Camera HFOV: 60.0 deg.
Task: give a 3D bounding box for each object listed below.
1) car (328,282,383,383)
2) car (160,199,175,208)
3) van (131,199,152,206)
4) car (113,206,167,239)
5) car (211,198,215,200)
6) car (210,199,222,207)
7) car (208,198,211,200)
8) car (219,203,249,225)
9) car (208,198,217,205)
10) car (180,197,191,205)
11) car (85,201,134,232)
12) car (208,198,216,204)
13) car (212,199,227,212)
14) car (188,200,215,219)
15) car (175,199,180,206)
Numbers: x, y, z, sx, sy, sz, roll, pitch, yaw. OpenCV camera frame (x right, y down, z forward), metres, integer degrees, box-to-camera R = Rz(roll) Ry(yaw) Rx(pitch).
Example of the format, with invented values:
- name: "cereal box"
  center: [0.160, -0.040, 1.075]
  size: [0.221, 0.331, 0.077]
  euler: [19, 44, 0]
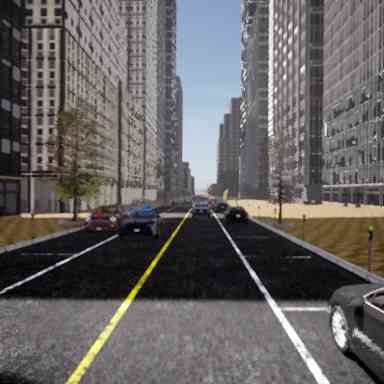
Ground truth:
- name: "car"
  center: [2.880, 1.594, 3.443]
  size: [2.008, 1.369, 4.403]
  euler: [0, 0, 2]
- name: "car"
  center: [-4.215, 1.929, 54.442]
  size: [1.802, 1.307, 4.206]
  euler: [0, 0, 2]
- name: "van"
  center: [-4.844, 1.533, 31.888]
  size: [1.690, 1.788, 3.998]
  euler: [0, 0, 2]
- name: "car"
  center: [-2.620, 1.675, 18.088]
  size: [1.994, 1.385, 4.181]
  euler: [0, 0, 2]
- name: "car"
  center: [4.005, 1.941, 48.568]
  size: [1.802, 1.307, 4.206]
  euler: [0, 0, 2]
- name: "car"
  center: [4.319, 2.002, 59.848]
  size: [1.947, 1.339, 4.313]
  euler: [0, 0, 2]
- name: "car"
  center: [1.330, 1.892, 46.660]
  size: [1.994, 1.385, 4.181]
  euler: [0, 0, 2]
- name: "car"
  center: [3.378, 1.768, 26.006]
  size: [1.947, 1.339, 4.313]
  euler: [0, 0, 2]
- name: "car"
  center: [4.337, 2.045, 72.401]
  size: [1.812, 1.442, 4.674]
  euler: [0, 0, 2]
- name: "car"
  center: [-1.028, 2.019, 72.025]
  size: [2.033, 1.411, 5.357]
  euler: [0, 0, 2]
- name: "car"
  center: [-5.156, 1.553, 20.609]
  size: [1.967, 1.590, 4.097]
  euler: [0, 0, 2]
- name: "car"
  center: [4.946, 2.134, 82.410]
  size: [1.887, 1.381, 4.507]
  euler: [0, 0, 2]
- name: "car"
  center: [3.849, 1.886, 42.927]
  size: [1.947, 1.339, 4.313]
  euler: [0, 0, 2]
- name: "car"
  center: [0.934, 1.778, 32.362]
  size: [2.033, 1.411, 5.357]
  euler: [0, 0, 2]
- name: "car"
  center: [-3.902, 1.991, 65.720]
  size: [1.947, 1.339, 4.313]
  euler: [0, 0, 2]
